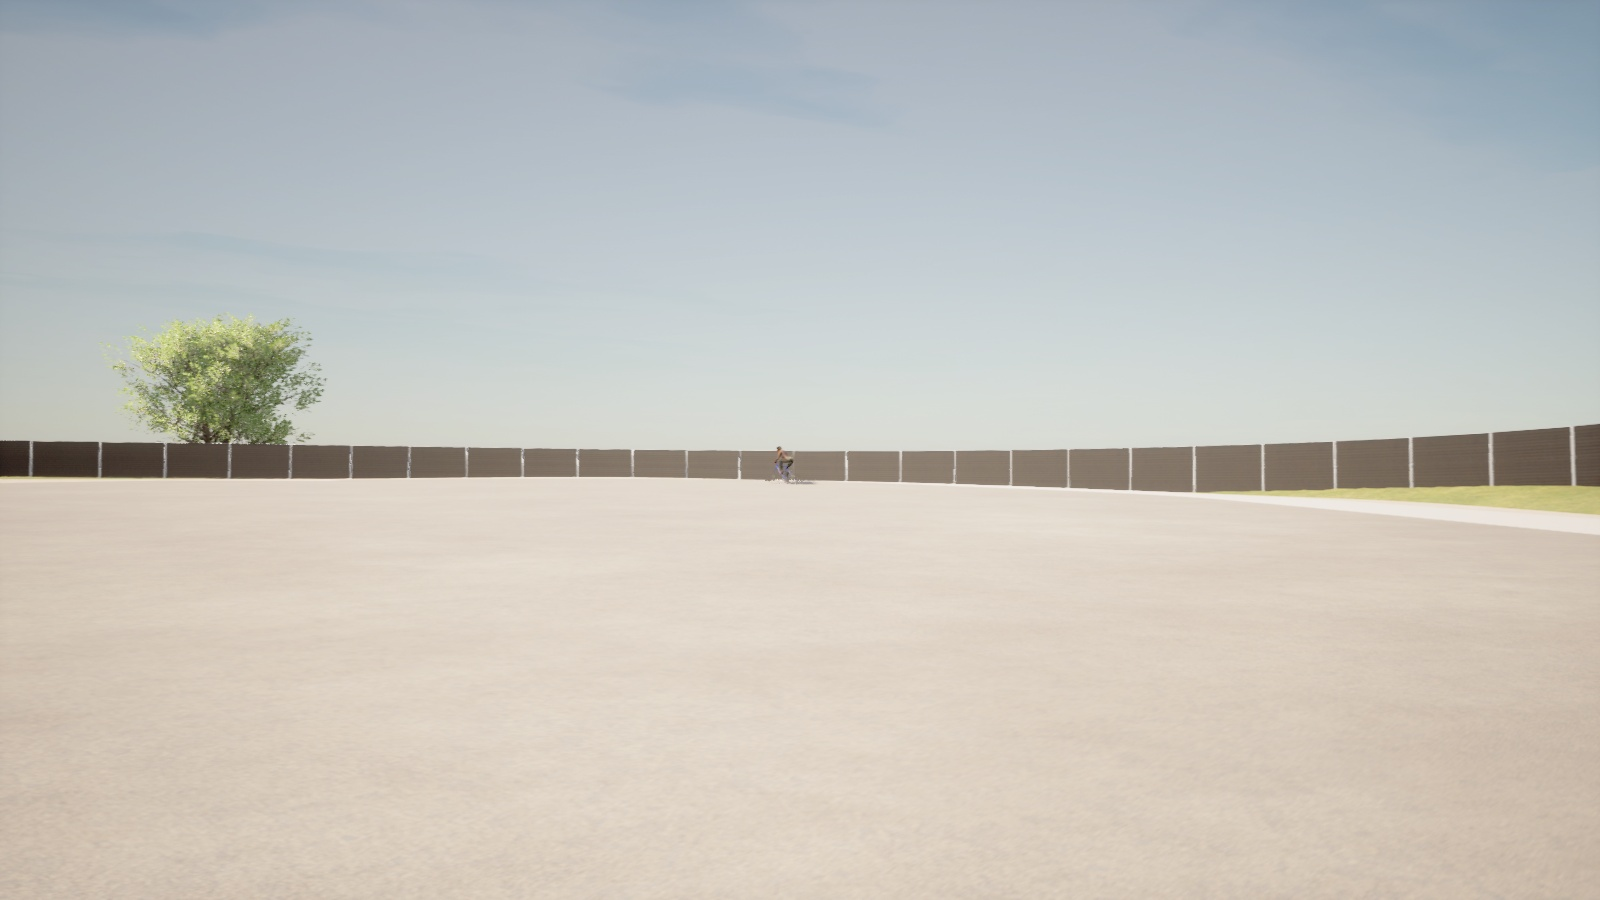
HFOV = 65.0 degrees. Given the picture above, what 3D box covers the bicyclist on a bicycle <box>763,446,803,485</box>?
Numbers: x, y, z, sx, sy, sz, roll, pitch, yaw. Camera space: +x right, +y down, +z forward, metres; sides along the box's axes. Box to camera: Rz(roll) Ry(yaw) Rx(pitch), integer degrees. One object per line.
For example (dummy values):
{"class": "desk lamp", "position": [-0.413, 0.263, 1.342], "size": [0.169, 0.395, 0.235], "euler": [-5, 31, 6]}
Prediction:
{"class": "bicyclist on a bicycle", "position": [-0.728, 0.664, 53.048], "size": [1.656, 1.620, 0.582], "euler": [0, 2, 35]}
